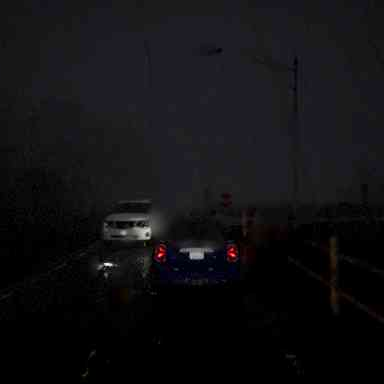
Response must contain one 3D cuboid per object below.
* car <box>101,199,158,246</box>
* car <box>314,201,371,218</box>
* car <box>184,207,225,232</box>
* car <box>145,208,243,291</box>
[{"bbox_3d":[-2.748,1.356,16.262,2.150,2.045,5.566,0,-1,0],"label":"car"},{"bbox_3d":[14.229,1.672,31.615,5.008,1.535,1.882,0,-1,-1],"label":"car"},{"bbox_3d":[0.966,1.781,22.479,1.895,1.301,4.718,0,0,13],"label":"car"},{"bbox_3d":[0.101,1.428,9.375,2.097,1.767,4.553,0,-1,0],"label":"car"}]
